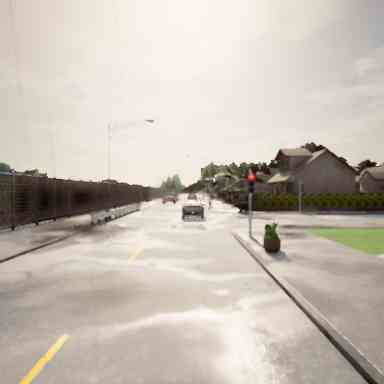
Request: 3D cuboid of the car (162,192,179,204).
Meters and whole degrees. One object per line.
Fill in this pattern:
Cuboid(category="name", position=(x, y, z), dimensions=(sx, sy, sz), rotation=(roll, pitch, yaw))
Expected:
Cuboid(category="car", position=(-4.031, 1.103, 59.087), dimensions=(2.150, 2.045, 5.566), rotation=(0, 0, 1))

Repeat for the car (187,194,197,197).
Cuboid(category="car", position=(0.011, 1.107, 71.506), dimensions=(2.097, 1.767, 4.553), rotation=(0, 0, 0))

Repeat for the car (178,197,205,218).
Cuboid(category="car", position=(0.086, 1.434, 29.104), dimensions=(2.128, 1.511, 4.902), rotation=(0, 0, 0))

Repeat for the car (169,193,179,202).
Cuboid(category="car", position=(-3.987, 1.206, 75.411), dimensions=(2.097, 1.767, 4.553), rotation=(0, 0, 0))
